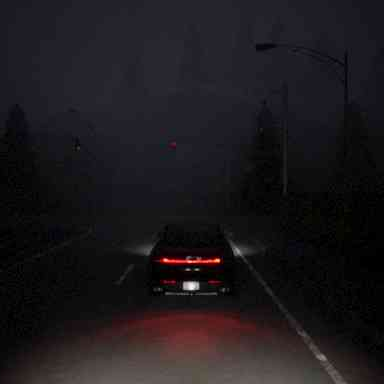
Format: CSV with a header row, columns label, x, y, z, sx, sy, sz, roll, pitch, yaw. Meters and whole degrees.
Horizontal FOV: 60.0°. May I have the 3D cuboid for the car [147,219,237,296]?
label,x,y,z,sx,sy,sz,roll,pitch,yaw
car,0.025,1.461,8.512,1.837,1.490,4.892,0,0,1
